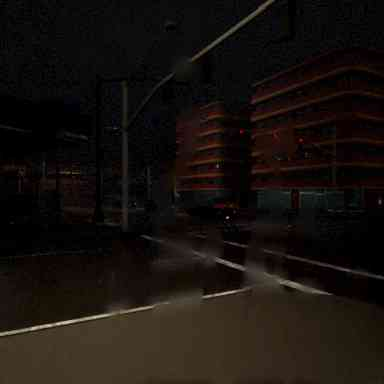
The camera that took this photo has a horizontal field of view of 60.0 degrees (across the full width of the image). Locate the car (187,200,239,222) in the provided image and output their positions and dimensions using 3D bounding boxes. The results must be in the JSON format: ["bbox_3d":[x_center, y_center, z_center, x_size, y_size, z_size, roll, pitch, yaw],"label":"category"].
[{"bbox_3d":[1.543,1.601,26.803,1.895,1.301,4.718,0,0,-31],"label":"car"}]

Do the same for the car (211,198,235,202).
[{"bbox_3d":[2.528,1.352,32.327,2.097,1.767,4.553,0,0,-30],"label":"car"}]

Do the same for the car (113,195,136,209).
[{"bbox_3d":[-9.053,1.503,44.776,1.837,1.490,4.892,0,0,-31],"label":"car"}]

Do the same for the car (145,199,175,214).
[{"bbox_3d":[-3.556,1.526,35.445,1.812,1.442,4.674,0,0,-30],"label":"car"}]
